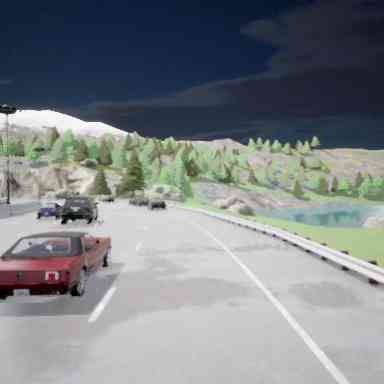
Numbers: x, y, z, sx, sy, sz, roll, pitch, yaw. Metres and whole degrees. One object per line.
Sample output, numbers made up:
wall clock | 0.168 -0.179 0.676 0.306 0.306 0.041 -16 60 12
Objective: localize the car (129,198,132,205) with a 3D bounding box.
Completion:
car | -10.384 1.732 61.162 1.837 1.490 4.892 -1 0 -22

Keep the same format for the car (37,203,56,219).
car | -13.476 1.769 31.819 1.812 1.442 4.674 0 0 -12

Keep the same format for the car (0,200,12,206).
car | -35.223 2.148 62.886 2.033 1.411 5.357 -1 0 -25

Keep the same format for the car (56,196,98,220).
car | -8.752 1.387 26.224 2.150 2.045 5.566 0 0 -10

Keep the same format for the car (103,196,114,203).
car | -19.874 1.794 79.107 1.837 1.490 4.892 -1 0 -29

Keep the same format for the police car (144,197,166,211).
police car | -4.778 1.547 44.366 1.930 1.638 5.238 -1 0 -15

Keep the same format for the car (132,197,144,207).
car | -8.049 1.535 54.869 2.097 1.767 4.553 -1 0 -19

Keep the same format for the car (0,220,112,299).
car | -3.383 1.663 8.635 1.895 1.301 4.718 -1 0 -3
